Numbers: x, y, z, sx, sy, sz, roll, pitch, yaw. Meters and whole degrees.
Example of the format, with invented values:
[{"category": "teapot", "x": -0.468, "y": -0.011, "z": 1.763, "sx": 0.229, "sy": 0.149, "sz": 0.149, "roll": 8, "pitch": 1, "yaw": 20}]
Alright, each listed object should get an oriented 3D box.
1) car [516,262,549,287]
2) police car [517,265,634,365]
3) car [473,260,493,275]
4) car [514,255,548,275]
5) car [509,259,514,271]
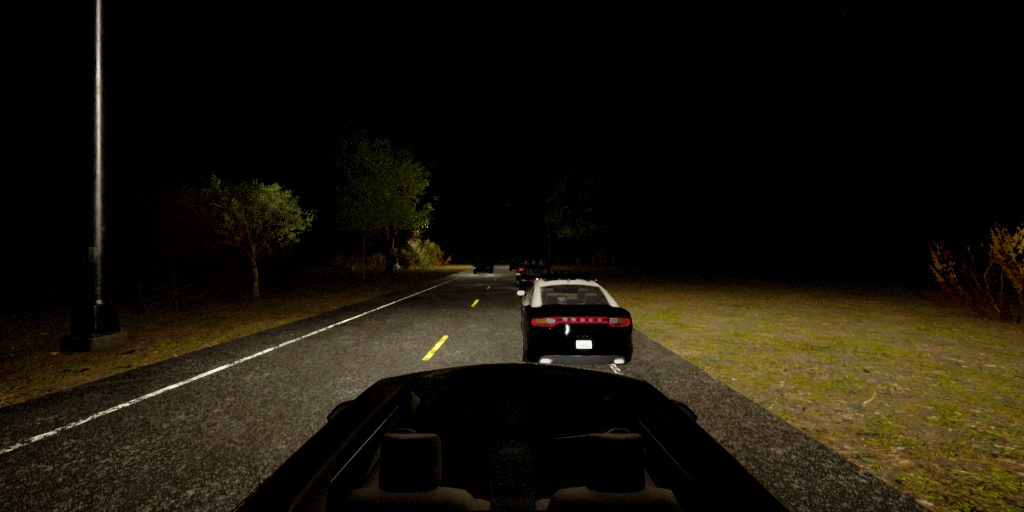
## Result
[{"category": "car", "x": 1.278, "y": 1.249, "z": 18.052, "sx": 1.837, "sy": 1.490, "sz": 4.892, "roll": 0, "pitch": 0, "yaw": 1}, {"category": "police car", "x": 1.152, "y": 1.174, "z": 8.163, "sx": 1.930, "sy": 1.638, "sz": 5.238, "roll": 0, "pitch": 0, "yaw": 1}, {"category": "car", "x": -3.101, "y": 1.197, "z": 39.481, "sx": 1.882, "sy": 1.535, "sz": 5.008, "roll": 0, "pitch": 0, "yaw": 1}, {"category": "car", "x": 1.353, "y": 0.963, "z": 24.081, "sx": 2.150, "sy": 2.045, "sz": 5.566, "roll": 0, "pitch": 0, "yaw": 1}, {"category": "car", "x": 0.630, "y": 1.233, "z": 46.583, "sx": 1.812, "sy": 1.442, "sz": 4.674, "roll": 0, "pitch": 0, "yaw": 1}]
